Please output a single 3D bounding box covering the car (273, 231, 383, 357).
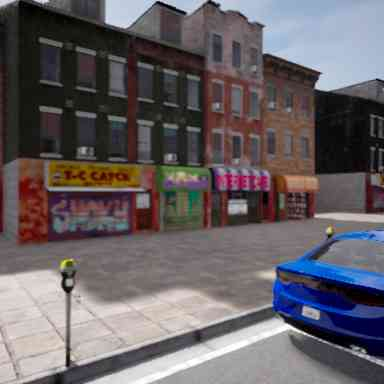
[{"bbox_3d":[3.587,1.428,5.845,5.008,1.535,1.882,-1,0,-36],"label":"car"}]
